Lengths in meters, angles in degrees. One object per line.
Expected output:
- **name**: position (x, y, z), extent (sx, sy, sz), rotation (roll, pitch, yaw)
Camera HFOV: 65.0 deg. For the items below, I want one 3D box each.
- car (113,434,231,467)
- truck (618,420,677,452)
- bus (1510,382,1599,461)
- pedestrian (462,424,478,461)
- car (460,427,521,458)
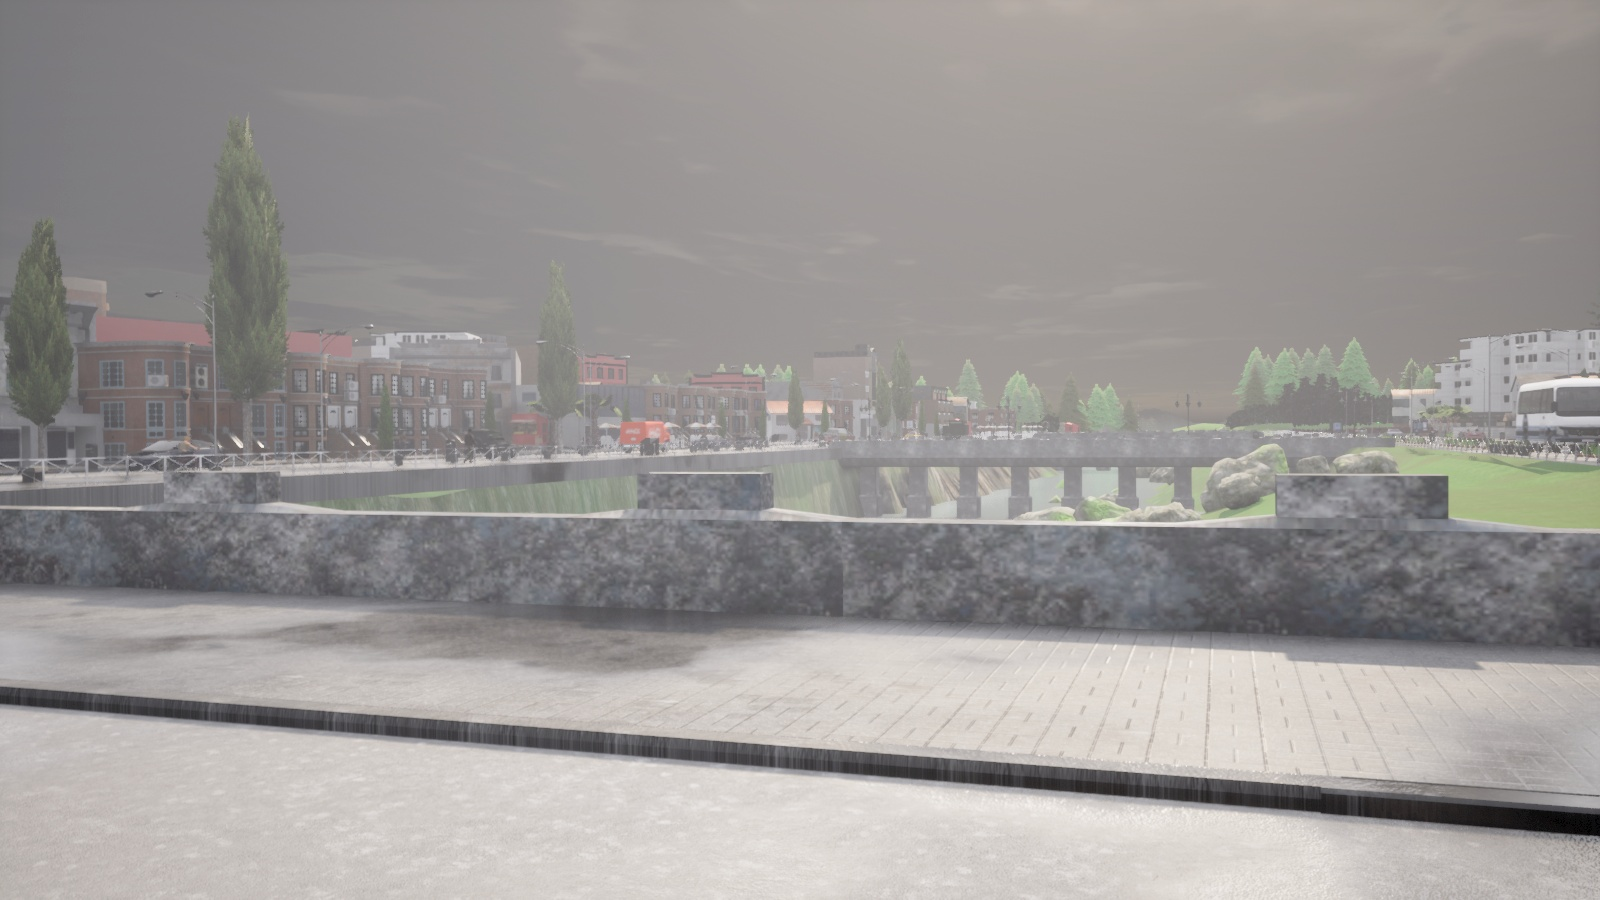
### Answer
- **car**: position (-29.452, -0.018, 59.079), extent (2.163, 1.488, 4.792), rotation (0, 1, 19)
- **truck**: position (-11.935, -1.091, 98.657), extent (2.627, 2.467, 5.204), rotation (0, 1, 19)
- **bus**: position (44.317, -1.626, 72.439), extent (3.944, 4.253, 10.273), rotation (0, 1, 19)
- **pedestrian**: position (-16.483, -0.367, 62.667), extent (0.431, 1.840, 0.703), rotation (0, 1, 21)
- **car**: position (-19.055, -0.495, 77.468), extent (1.905, 1.878, 3.866), rotation (0, 1, 19)
